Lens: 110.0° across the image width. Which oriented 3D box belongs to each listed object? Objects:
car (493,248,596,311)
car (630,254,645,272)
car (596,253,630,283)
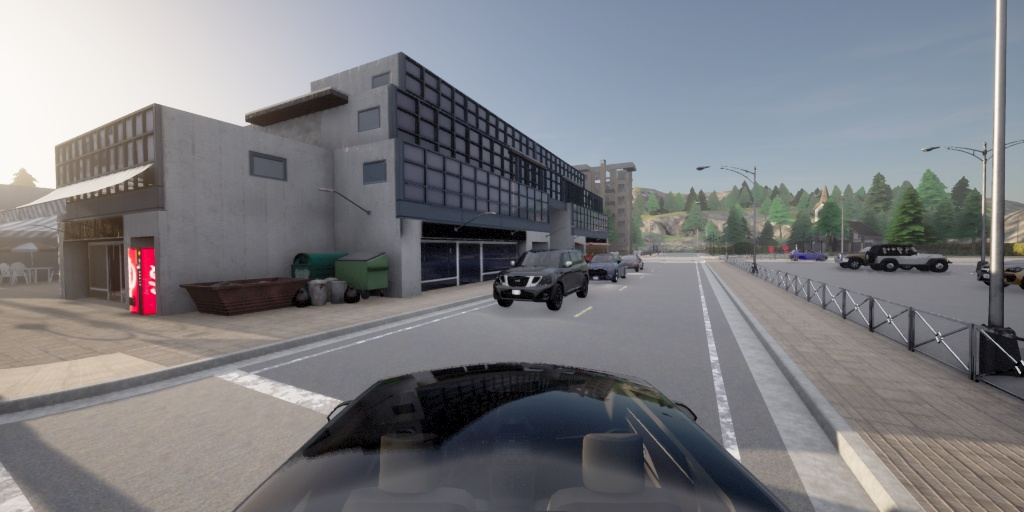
[{"bbox_3d":[1.378,0.737,13.829,2.150,2.045,5.566,0,1,27],"label":"car"},{"bbox_3d":[10.449,0.580,31.730,1.812,1.442,4.674,0,1,27],"label":"car"},{"bbox_3d":[5.822,0.641,22.604,2.097,1.767,4.553,0,1,27],"label":"car"}]
